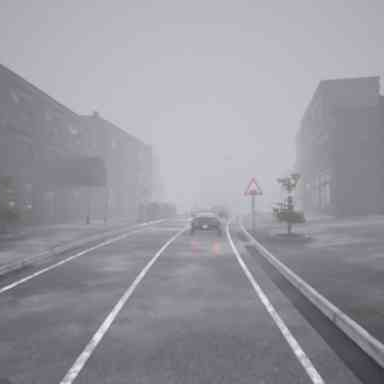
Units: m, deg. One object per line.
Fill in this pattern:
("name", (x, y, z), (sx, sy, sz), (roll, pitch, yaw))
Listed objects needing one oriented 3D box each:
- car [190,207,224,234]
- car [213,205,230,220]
("car", (0.947, 1.859, 21.263), (1.812, 1.442, 4.674), (0, -2, 5))
("car", (3.257, 2.251, 38.638), (2.097, 1.767, 4.553), (-1, -2, 10))
